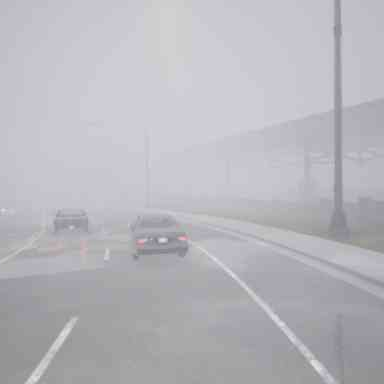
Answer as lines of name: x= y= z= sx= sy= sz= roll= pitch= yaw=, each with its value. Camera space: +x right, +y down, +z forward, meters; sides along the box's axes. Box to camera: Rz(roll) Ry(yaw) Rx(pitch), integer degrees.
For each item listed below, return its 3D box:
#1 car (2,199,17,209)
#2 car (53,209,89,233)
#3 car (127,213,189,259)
car: x=-30.606 y=1.965 z=55.922 sx=2.128 sy=1.511 sz=4.902 roll=-1 pitch=0 yaw=-23
car: x=-7.471 y=1.676 z=20.523 sx=1.895 sy=1.301 sz=4.718 roll=-1 pitch=0 yaw=-21
car: x=-1.424 y=1.525 z=12.649 sx=2.033 sy=1.411 sz=5.357 roll=-1 pitch=0 yaw=-12
